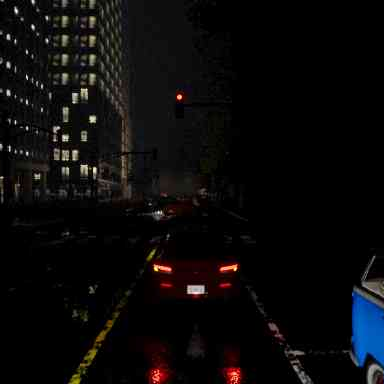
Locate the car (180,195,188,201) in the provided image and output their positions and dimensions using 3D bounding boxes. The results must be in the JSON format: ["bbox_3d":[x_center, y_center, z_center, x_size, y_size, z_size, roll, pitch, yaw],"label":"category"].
[{"bbox_3d":[-1.938,1.454,80.812,1.837,1.490,4.892,0,0,-3],"label":"car"}]

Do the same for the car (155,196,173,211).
[{"bbox_3d":[-3.420,1.552,40.407,1.994,1.385,4.181,0,0,-3],"label":"car"}]

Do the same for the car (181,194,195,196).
[{"bbox_3d":[-1.004,1.466,59.489,2.128,1.511,4.902,0,0,-2],"label":"car"}]

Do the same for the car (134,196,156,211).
[{"bbox_3d":[-5.845,1.539,39.744,2.008,1.369,4.403,0,0,-1],"label":"car"}]

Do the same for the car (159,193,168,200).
[{"bbox_3d":[-8.106,1.252,95.169,2.192,1.841,5.009,0,0,-3],"label":"car"}]

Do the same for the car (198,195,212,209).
[{"bbox_3d":[1.884,1.510,45.837,1.752,1.417,4.829,0,0,-2],"label":"car"}]

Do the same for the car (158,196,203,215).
[{"bbox_3d":[-0.948,1.470,30.909,1.882,1.535,5.008,1,0,21],"label":"car"}]

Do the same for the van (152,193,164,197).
[{"bbox_3d":[-6.645,1.314,61.915,1.690,1.788,3.998,0,0,-2],"label":"van"}]

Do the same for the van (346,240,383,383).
[{"bbox_3d":[2.558,1.341,2.122,1.690,1.788,3.998,0,0,0],"label":"van"}]

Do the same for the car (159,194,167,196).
[{"bbox_3d":[-3.665,1.486,50.442,1.837,1.490,4.892,0,0,-1],"label":"car"}]

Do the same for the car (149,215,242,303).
[{"bbox_3d":[0.051,1.525,8.056,1.812,1.442,4.674,0,0,0],"label":"car"}]

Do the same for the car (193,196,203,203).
[{"bbox_3d":[1.163,1.492,68.003,1.752,1.417,4.829,0,0,-2],"label":"car"}]

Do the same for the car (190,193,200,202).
[{"bbox_3d":[0.714,1.271,78.921,2.192,1.841,5.009,0,0,-3],"label":"car"}]

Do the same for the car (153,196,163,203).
[{"bbox_3d":[-6.848,1.513,67.458,1.887,1.381,4.507,0,0,-2],"label":"car"}]

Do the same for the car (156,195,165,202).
[{"bbox_3d":[-7.302,1.501,78.544,1.887,1.381,4.507,0,0,-2],"label":"car"}]

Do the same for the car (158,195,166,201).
[{"bbox_3d":[-7.555,1.533,84.089,1.802,1.307,4.206,0,0,-3],"label":"car"}]

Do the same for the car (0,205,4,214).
[{"bbox_3d":[-18.229,1.377,28.480,4.206,1.307,1.802,1,0,3],"label":"car"}]

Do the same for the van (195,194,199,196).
[{"bbox_3d":[1.732,1.322,51.209,1.690,1.788,3.998,0,0,-2],"label":"van"}]
